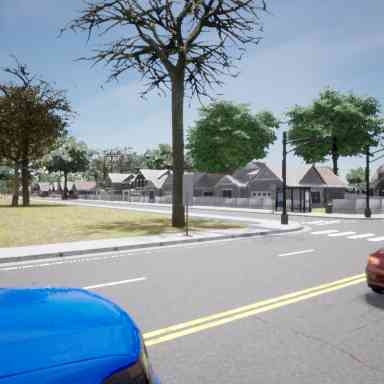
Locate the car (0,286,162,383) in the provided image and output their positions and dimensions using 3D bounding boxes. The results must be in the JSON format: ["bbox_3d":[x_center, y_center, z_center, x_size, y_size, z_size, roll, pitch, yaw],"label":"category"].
[{"bbox_3d":[-2.770,1.222,1.466,5.566,2.045,2.150,0,0,-36],"label":"car"}]

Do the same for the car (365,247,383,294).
[{"bbox_3d":[5.704,1.525,7.486,4.674,1.442,1.812,0,0,-36],"label":"car"}]
